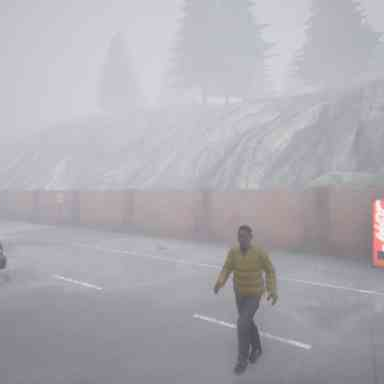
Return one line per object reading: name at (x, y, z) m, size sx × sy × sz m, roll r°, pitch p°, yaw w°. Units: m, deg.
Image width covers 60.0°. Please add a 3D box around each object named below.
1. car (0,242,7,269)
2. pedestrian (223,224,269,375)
car at (-7.221, 1.547, 9.463) m, size 5.357 × 1.411 × 2.033 m, roll 0°, pitch 0°, yaw 39°
pedestrian at (0.682, 1.294, 4.174) m, size 0.375 × 1.860 × 0.375 m, roll 0°, pitch 0°, yaw 37°
